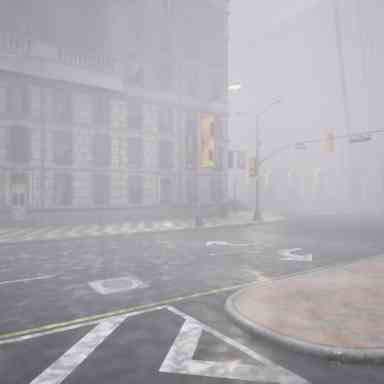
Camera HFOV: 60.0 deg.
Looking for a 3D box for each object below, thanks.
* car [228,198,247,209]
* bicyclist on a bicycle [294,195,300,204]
[{"bbox_3d":[5.226,1.491,44.098,2.128,1.511,4.902,0,0,-35],"label":"car"},{"bbox_3d":[18.027,1.300,57.169,1.656,1.620,0.582,0,0,-35],"label":"bicyclist on a bicycle"}]
